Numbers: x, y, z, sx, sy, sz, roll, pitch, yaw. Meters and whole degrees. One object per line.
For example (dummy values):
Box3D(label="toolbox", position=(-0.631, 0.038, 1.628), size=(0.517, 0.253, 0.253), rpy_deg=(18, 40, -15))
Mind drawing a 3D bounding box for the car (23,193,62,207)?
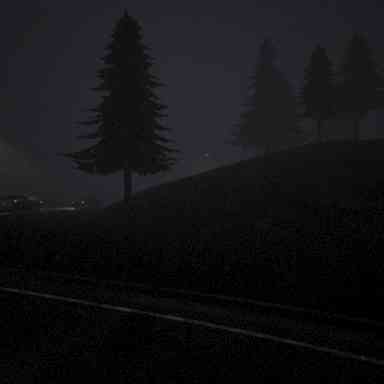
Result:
Box3D(label="car", position=(-23.358, 1.260, 52.288), size=(2.150, 2.045, 5.566), rpy_deg=(0, 0, 22))

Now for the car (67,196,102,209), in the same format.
Box3D(label="car", position=(-14.526, 1.379, 46.120), size=(2.097, 1.767, 4.553), rpy_deg=(0, 0, 22))

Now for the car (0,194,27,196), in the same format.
Box3D(label="car", position=(-21.431, 1.255, 38.388), size=(2.150, 2.045, 5.566), rpy_deg=(0, 0, 22))

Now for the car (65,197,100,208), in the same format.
Box3D(label="car", position=(-16.521, 1.578, 50.511), size=(2.033, 1.411, 5.357), rpy_deg=(0, 0, 22))

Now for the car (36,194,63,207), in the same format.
Box3D(label="car", position=(-21.098, 1.385, 48.543), size=(2.097, 1.767, 4.553), rpy_deg=(0, 0, 22))

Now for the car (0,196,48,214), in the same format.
Box3D(label="car", position=(-18.620, 1.519, 36.000), size=(2.128, 1.511, 4.902), rpy_deg=(0, 0, 22))
